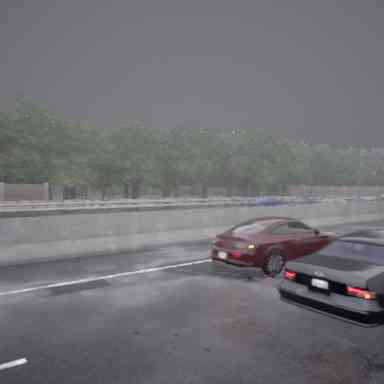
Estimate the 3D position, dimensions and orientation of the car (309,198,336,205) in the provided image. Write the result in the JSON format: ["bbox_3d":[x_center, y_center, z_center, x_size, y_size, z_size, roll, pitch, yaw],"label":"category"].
[{"bbox_3d":[15.264,1.357,36.333,4.674,1.442,1.812,0,0,-35],"label":"car"}]

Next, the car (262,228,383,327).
[{"bbox_3d":[4.091,1.499,6.785,5.357,1.411,2.033,0,0,-35],"label":"car"}]

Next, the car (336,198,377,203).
[{"bbox_3d":[17.112,1.378,33.357,5.357,1.411,2.033,0,0,-35],"label":"car"}]

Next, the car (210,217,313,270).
[{"bbox_3d":[2.672,1.475,10.073,4.674,1.442,1.812,0,0,-35],"label":"car"}]

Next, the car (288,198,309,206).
[{"bbox_3d":[13.335,1.381,39.252,5.357,1.411,2.033,0,0,-35],"label":"car"}]

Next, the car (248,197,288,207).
[{"bbox_3d":[8.963,1.323,40.450,5.008,1.535,1.882,0,0,-35],"label":"car"}]
